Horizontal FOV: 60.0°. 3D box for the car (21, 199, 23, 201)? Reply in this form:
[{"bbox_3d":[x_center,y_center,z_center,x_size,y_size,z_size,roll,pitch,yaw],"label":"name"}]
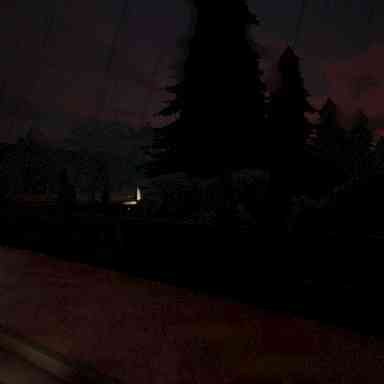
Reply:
[{"bbox_3d":[-23.772,1.593,47.704,1.895,1.301,4.718,0,0,36],"label":"car"}]

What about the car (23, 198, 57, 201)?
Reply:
[{"bbox_3d":[-20.444,1.519,46.334,1.812,1.442,4.674,0,0,36],"label":"car"}]
